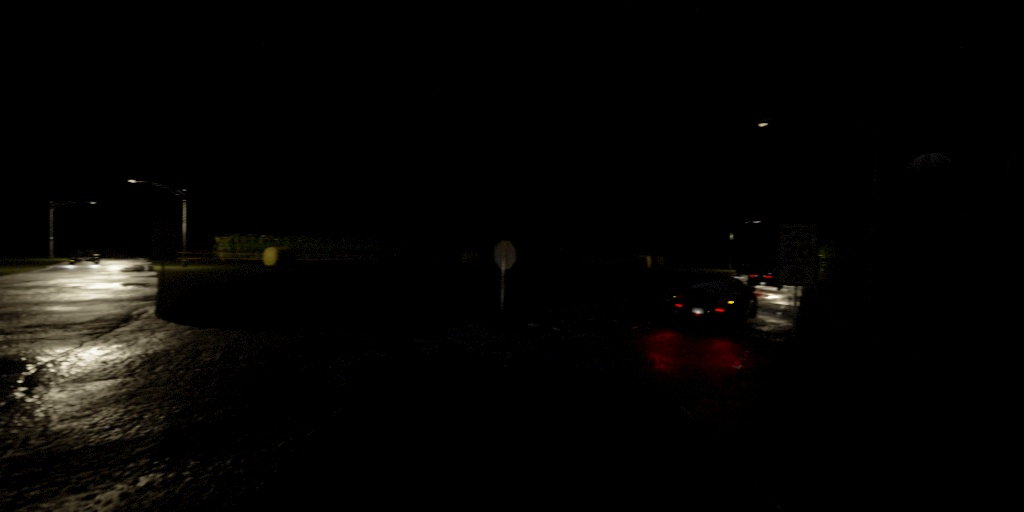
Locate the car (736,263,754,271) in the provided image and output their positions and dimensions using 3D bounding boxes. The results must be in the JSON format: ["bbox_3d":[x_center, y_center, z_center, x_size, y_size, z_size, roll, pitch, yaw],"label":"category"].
[{"bbox_3d":[26.689,1.507,40.620,1.882,1.535,5.008,2,1,38],"label":"car"}]

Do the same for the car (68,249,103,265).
[{"bbox_3d":[-42.270,0.091,35.593,4.892,1.490,1.837,2,1,44],"label":"car"}]

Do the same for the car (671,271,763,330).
[{"bbox_3d":[6.624,1.354,11.619,1.812,1.442,4.674,3,1,41],"label":"car"}]

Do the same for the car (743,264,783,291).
[{"bbox_3d":[17.463,1.513,24.646,1.837,1.490,4.892,3,1,39],"label":"car"}]
